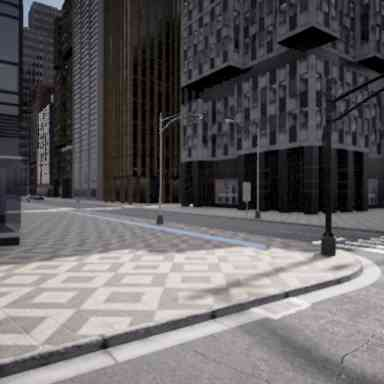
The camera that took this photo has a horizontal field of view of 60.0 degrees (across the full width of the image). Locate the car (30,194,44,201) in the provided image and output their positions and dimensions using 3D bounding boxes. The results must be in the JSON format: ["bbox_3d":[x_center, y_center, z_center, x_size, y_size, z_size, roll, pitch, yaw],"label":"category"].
[{"bbox_3d":[-39.823,1.592,86.280,1.895,1.301,4.718,0,0,-35],"label":"car"}]
